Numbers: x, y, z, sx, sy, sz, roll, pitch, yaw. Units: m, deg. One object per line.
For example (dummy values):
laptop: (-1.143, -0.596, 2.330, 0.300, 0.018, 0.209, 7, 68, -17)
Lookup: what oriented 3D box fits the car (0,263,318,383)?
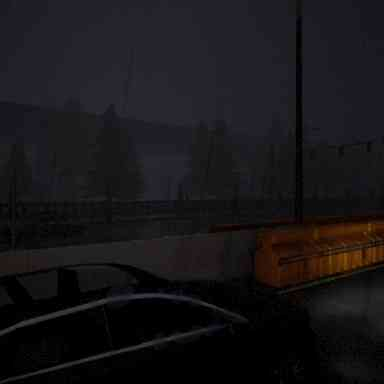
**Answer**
car: (-0.764, 1.490, 3.201, 4.902, 1.511, 2.128, 0, 0, -36)
